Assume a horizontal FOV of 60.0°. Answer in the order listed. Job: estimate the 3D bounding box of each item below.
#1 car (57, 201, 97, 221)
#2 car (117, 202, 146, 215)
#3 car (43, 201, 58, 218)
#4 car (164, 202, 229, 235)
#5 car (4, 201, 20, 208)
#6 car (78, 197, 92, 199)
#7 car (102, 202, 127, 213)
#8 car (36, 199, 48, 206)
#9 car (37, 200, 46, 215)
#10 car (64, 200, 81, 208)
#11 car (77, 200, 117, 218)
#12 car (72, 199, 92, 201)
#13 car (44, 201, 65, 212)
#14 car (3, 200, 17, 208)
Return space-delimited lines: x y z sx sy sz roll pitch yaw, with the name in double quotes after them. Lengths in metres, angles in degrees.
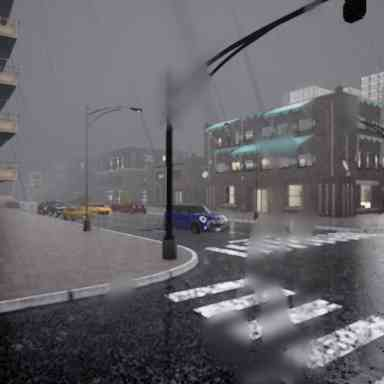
-10.732 1.871 30.852 1.752 1.417 4.829 -1 0 -36 "car"
-7.230 1.876 40.518 1.967 1.590 4.097 -1 0 -36 "car"
-14.092 1.967 35.637 2.008 1.369 4.403 -1 0 -36 "car"
0.157 1.527 20.237 2.097 1.767 4.553 0 -1 -36 "car"
-33.904 2.374 63.344 1.887 1.381 4.507 -1 0 -36 "car"
-18.695 1.910 57.231 2.150 2.045 5.566 0 -1 -36 "car"
-10.549 2.086 45.120 1.802 1.307 4.206 -1 0 -36 "car"
-37.087 2.587 82.186 1.752 1.417 4.829 -1 0 -36 "car"
-17.369 1.925 40.274 1.967 1.590 4.097 -1 0 -36 "car"
-22.717 2.293 62.919 1.812 1.442 4.674 0 -1 -36 "car"
-9.877 1.857 34.258 1.882 1.535 5.008 0 -1 -36 "car"
-14.850 2.048 46.600 1.837 1.490 4.892 0 -1 -35 "car"
-20.425 2.160 49.155 1.837 1.490 4.892 0 -1 -36 "car"
-37.209 2.450 67.961 2.008 1.369 4.403 -1 0 -36 "car"
